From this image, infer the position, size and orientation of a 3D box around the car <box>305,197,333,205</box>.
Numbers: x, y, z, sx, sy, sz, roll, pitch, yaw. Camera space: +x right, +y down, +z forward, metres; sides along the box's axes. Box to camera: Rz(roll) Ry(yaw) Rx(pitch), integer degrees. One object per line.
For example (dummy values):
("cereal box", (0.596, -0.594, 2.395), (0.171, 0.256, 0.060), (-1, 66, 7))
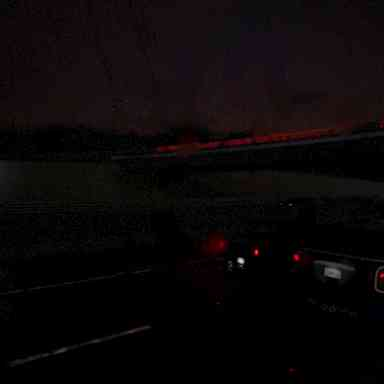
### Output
("car", (14.713, 1.410, 35.966), (4.718, 1.301, 1.895), (0, 0, -35))

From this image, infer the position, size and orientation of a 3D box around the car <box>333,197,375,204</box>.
("car", (16.404, 1.316, 32.872), (4.892, 1.490, 1.837), (0, 0, -35))

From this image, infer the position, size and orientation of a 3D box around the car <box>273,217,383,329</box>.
("car", (3.999, 1.311, 6.596), (4.553, 1.767, 2.097), (0, 0, -35))

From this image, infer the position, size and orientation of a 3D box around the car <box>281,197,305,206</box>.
("car", (12.333, 1.317, 38.566), (4.892, 1.490, 1.837), (0, 0, -35))

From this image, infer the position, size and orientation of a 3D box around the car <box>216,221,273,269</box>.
("car", (3.122, 1.552, 10.270), (4.718, 1.301, 1.895), (0, 0, -35))
